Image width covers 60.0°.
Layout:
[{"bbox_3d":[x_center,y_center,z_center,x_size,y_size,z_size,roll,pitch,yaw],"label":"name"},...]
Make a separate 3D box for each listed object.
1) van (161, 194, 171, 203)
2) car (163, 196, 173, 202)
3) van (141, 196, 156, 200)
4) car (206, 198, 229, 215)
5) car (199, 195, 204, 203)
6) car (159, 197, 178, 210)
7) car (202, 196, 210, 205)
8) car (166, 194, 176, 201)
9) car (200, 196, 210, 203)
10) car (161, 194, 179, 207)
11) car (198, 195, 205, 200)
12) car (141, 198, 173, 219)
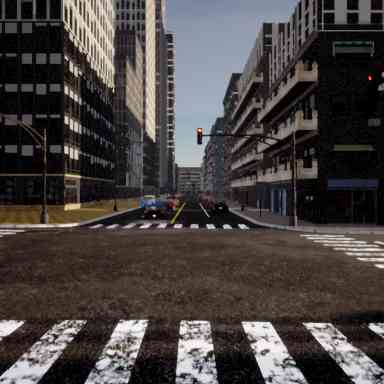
[{"bbox_3d":[-5.633,1.355,72.084,1.690,1.788,3.998,0,0,0],"label":"van"},{"bbox_3d":[-5.628,1.567,77.738,2.008,1.369,4.403,0,0,0],"label":"car"},{"bbox_3d":[-5.657,1.346,43.813,1.690,1.788,3.998,0,0,0],"label":"van"},{"bbox_3d":[2.717,1.568,33.839,1.947,1.339,4.313,0,0,0],"label":"car"},{"bbox_3d":[2.738,1.561,60.769,2.008,1.369,4.403,0,0,0],"label":"car"},{"bbox_3d":[-3.063,1.605,39.394,1.895,1.301,4.718,0,0,0],"label":"car"},{"bbox_3d":[2.724,1.550,43.806,1.887,1.381,4.507,0,0,0],"label":"car"},{"bbox_3d":[-5.619,1.337,89.048,2.192,1.841,5.009,0,0,0],"label":"car"},{"bbox_3d":[2.748,1.559,72.077,1.887,1.381,4.507,0,0,0],"label":"car"},{"bbox_3d":[-3.049,1.358,49.494,2.097,1.767,4.553,0,0,0],"label":"car"},{"bbox_3d":[2.766,1.590,94.695,1.947,1.339,4.313,0,0,0],"label":"car"},{"bbox_3d":[-3.076,1.549,29.719,2.033,1.411,5.357,0,0,0],"label":"car"}]
